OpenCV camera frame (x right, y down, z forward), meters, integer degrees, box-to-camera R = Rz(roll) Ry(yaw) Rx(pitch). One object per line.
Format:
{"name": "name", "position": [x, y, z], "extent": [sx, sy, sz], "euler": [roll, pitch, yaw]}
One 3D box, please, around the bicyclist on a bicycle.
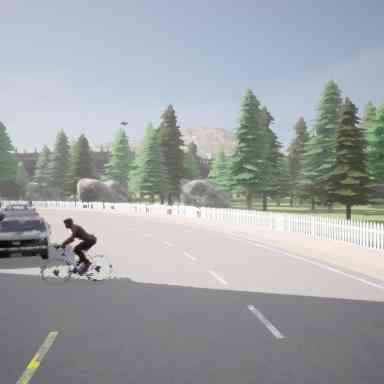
{"name": "bicyclist on a bicycle", "position": [-2.819, 1.455, 8.132], "extent": [1.656, 1.620, 0.582], "euler": [-2, 1, -14]}

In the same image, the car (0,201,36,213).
{"name": "car", "position": [-11.932, 1.564, 23.082], "extent": [1.994, 1.385, 4.181], "euler": [0, 0, -38]}

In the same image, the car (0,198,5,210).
{"name": "car", "position": [-25.981, 1.478, 41.374], "extent": [5.008, 1.535, 1.882], "euler": [0, 0, 21]}

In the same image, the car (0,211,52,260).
{"name": "car", "position": [-6.132, 1.601, 12.077], "extent": [1.895, 1.301, 4.718], "euler": [0, 0, -22]}
